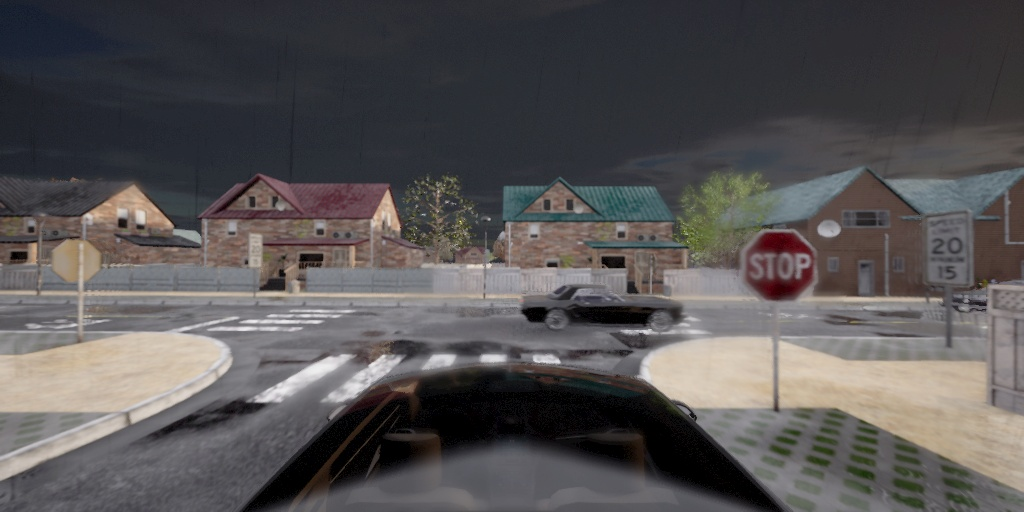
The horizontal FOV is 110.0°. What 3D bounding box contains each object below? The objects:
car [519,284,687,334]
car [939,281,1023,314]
[{"bbox_3d":[2.595,1.502,10.798,4.718,1.301,1.895,1,-1,0],"label":"car"},{"bbox_3d":[20.021,1.665,13.782,5.357,1.411,2.033,1,-1,0],"label":"car"}]
